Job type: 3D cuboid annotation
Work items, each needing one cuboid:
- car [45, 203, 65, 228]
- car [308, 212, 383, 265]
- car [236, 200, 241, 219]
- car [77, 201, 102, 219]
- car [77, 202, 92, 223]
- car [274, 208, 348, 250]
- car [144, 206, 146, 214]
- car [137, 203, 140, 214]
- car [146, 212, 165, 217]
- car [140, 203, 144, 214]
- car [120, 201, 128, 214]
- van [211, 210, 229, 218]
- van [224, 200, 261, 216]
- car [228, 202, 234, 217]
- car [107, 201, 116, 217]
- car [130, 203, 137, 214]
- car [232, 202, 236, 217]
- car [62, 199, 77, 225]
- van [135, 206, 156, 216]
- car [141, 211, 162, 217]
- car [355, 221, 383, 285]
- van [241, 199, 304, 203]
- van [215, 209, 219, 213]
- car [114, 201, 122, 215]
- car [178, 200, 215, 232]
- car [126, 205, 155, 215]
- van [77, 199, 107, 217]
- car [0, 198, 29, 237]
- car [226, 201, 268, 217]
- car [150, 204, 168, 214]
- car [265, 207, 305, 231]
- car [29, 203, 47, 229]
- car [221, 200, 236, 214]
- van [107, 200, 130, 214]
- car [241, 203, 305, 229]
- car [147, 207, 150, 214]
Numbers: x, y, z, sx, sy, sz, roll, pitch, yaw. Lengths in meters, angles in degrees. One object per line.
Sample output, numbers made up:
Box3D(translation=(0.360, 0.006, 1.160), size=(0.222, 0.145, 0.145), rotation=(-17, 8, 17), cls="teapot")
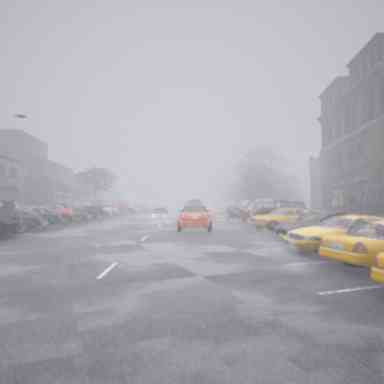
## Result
Box3D(translation=(-11.341, 1.710, 22.285), size=(4.892, 1.521, 2.231), rotation=(0, -1, -20), cls="car")
Box3D(translation=(6.586, 1.563, 10.444), size=(5.366, 1.575, 1.946), rotation=(1, -1, -20), cls="car")
Box3D(translation=(6.481, 1.723, 28.330), size=(4.553, 1.767, 2.185), rotation=(1, -2, -19), cls="car")
Box3D(translation=(-11.287, 1.897, 31.083), size=(5.008, 1.535, 2.097), rotation=(0, -2, -19), cls="car")
Box3D(translation=(-11.278, 1.858, 28.165), size=(4.792, 1.488, 2.163), rotation=(0, -2, -20), cls="car")
Box3D(translation=(6.249, 1.588, 13.310), size=(5.366, 1.575, 1.946), rotation=(1, -1, -20), cls="car")
Box3D(translation=(-10.964, 2.993, 57.425), size=(4.892, 1.521, 2.231), rotation=(0, -4, -19), cls="car")
Box3D(translation=(-11.052, 2.629, 51.588), size=(4.892, 1.521, 2.231), rotation=(0, -3, -19), cls="car")
Box3D(translation=(-10.224, 6.263, 92.446), size=(4.892, 1.521, 2.231), rotation=(1, -6, -19), cls="car")
Box3D(translation=(-11.176, 2.795, 54.441), size=(5.366, 1.575, 1.946), rotation=(0, -4, -19), cls="car")
Box3D(translation=(-11.134, 2.263, 42.819), size=(4.792, 1.488, 2.163), rotation=(0, -2, -19), cls="car")
Box3D(translation=(7.686, 6.000, 91.993), size=(4.442, 1.987, 1.878), rotation=(3, -6, -18), cls="van")
Box3D(translation=(6.549, 2.034, 43.260), size=(4.442, 1.987, 1.878), rotation=(1, -2, -19), cls="van")
Box3D(translation=(6.590, 2.024, 34.329), size=(4.792, 1.488, 2.163), rotation=(1, -2, -19), cls="car")
Box3D(translation=(-11.229, 2.093, 36.949), size=(4.674, 1.452, 2.002), rotation=(0, -2, -19), cls="car")
Box3D(translation=(-11.095, 2.477, 48.665), size=(5.008, 1.535, 2.097), rotation=(0, -3, -19), cls="car")
Box3D(translation=(6.530, 1.958, 31.325), size=(4.674, 1.452, 2.002), rotation=(1, -2, -19), cls="car")
Box3D(translation=(-11.298, 1.639, 25.225), size=(4.553, 1.767, 2.185), rotation=(0, -1, -20), cls="car")
Box3D(translation=(-10.524, 4.310, 75.003), size=(4.442, 1.987, 1.878), rotation=(1, -6, -19), cls="van")
Box3D(translation=(-10.543, 5.676, 86.550), size=(5.366, 1.575, 1.946), rotation=(1, -6, -19), cls="car")
Box3D(translation=(6.580, 1.537, 7.452), size=(5.366, 1.575, 1.946), rotation=(1, -1, -20), cls="car")
Box3D(translation=(6.382, 1.556, 25.301), size=(4.442, 1.987, 1.878), rotation=(1, -1, -19), cls="van")
Box3D(translation=(7.399, 5.698, 88.981), size=(4.442, 1.987, 1.878), rotation=(3, -6, -18), cls="van")
Box3D(translation=(-11.199, 2.180, 39.887), size=(4.674, 1.452, 2.002), rotation=(0, -2, -19), cls="car")
Box3D(translation=(0.173, 1.578, 22.021), size=(2.097, 1.767, 4.553), rotation=(0, -1, 0), cls="car")
Box3D(translation=(-10.727, 3.709, 69.130), size=(5.566, 2.045, 2.435), rotation=(1, -6, -19), cls="car")
Box3D(translation=(-11.366, 1.747, 33.982), size=(4.442, 1.987, 1.878), rotation=(0, -1, -19), cls="van")
Box3D(translation=(-11.408, 1.362, 16.405), size=(5.566, 2.045, 2.435), rotation=(-1, -1, -20), cls="car")
Box3D(translation=(6.657, 2.039, 40.314), size=(4.553, 1.767, 2.185), rotation=(1, -2, -19), cls="car")
Box3D(translation=(-4.651, 2.552, 50.136), size=(1.882, 1.535, 5.008), rotation=(0, -3, 1), cls="car")
Box3D(translation=(6.408, 1.663, 16.350), size=(4.792, 1.488, 2.163), rotation=(1, -1, -20), cls="car")
Box3D(translation=(-11.358, 1.657, 19.347), size=(4.892, 1.521, 2.231), rotation=(-1, -1, -20), cls="car")
Box3D(translation=(6.574, 1.825, 37.299), size=(5.566, 2.045, 2.435), rotation=(1, -1, -19), cls="car")
Box3D(translation=(-11.239, 2.120, 45.708), size=(4.442, 1.987, 1.878), rotation=(0, -2, -19), cls="van")
Box3D(translation=(6.295, 1.722, 22.282), size=(5.366, 1.575, 1.946), rotation=(1, -1, -20), cls="car")
Box3D(translation=(-10.849, 3.434, 63.253), size=(4.892, 1.521, 2.231), rotation=(1, -4, -19), cls="car")
